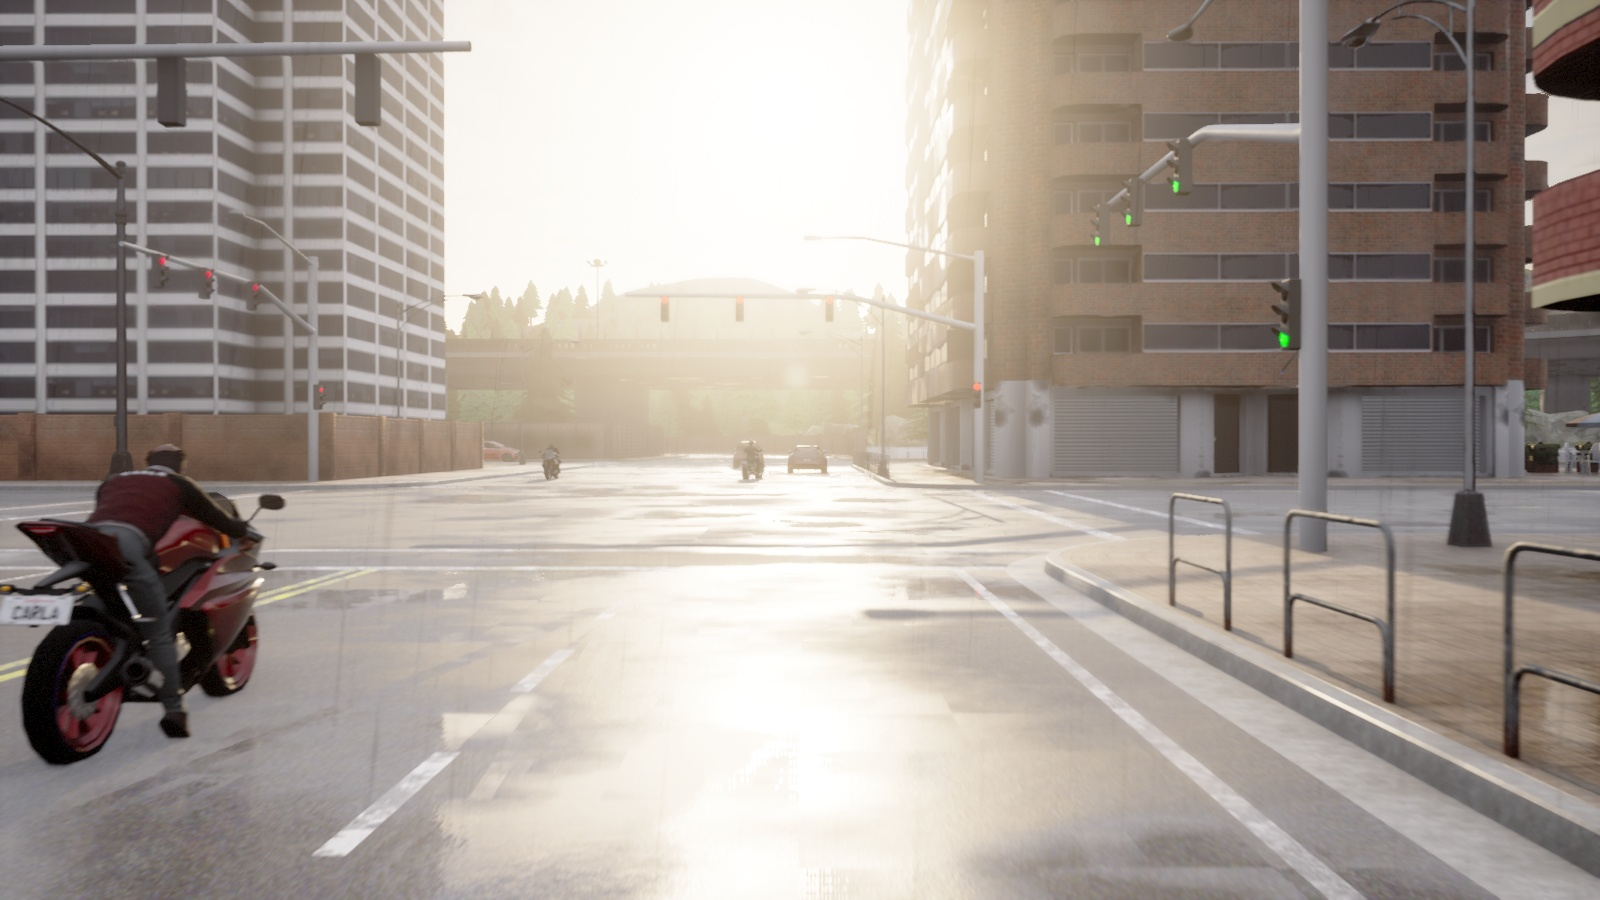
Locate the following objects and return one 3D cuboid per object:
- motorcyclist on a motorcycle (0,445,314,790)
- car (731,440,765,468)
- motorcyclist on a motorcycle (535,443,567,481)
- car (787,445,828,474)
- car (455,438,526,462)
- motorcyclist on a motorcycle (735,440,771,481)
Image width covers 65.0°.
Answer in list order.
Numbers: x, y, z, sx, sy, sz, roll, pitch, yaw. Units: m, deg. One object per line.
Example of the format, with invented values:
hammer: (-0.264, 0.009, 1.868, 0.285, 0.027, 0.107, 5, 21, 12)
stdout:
motorcyclist on a motorcycle: (-3.447, 0.741, 6.674, 0.866, 1.530, 2.191, 0, 0, 0)
car: (-3.068, 0.218, 75.199, 1.851, 1.617, 3.988, 0, 0, 0)
motorcyclist on a motorcycle: (-10.196, 0.483, 51.436, 0.866, 1.530, 2.191, 0, 0, 0)
car: (0.368, 0.457, 62.765, 1.994, 1.385, 4.181, 0, 0, 0)
car: (-22.358, 0.004, 90.842, 4.611, 1.667, 2.242, 0, 0, 0)
motorcyclist on a motorcycle: (-1.911, 0.405, 51.514, 0.766, 1.649, 2.350, 0, 0, 16)
